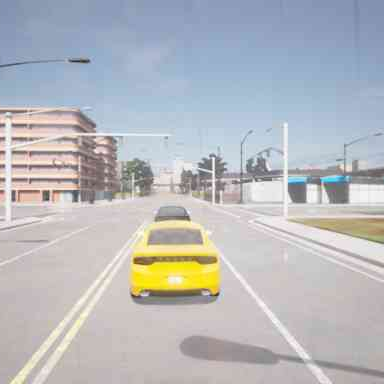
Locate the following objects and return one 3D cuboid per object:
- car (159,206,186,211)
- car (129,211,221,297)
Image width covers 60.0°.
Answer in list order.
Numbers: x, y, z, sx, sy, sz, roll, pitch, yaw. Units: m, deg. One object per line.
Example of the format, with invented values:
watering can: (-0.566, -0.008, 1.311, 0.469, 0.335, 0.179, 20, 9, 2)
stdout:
car: (-1.076, 1.476, 18.190, 1.882, 1.535, 5.008, 0, 0, -4)
car: (-0.441, 1.477, 8.630, 1.882, 1.535, 5.008, 0, 0, -3)
